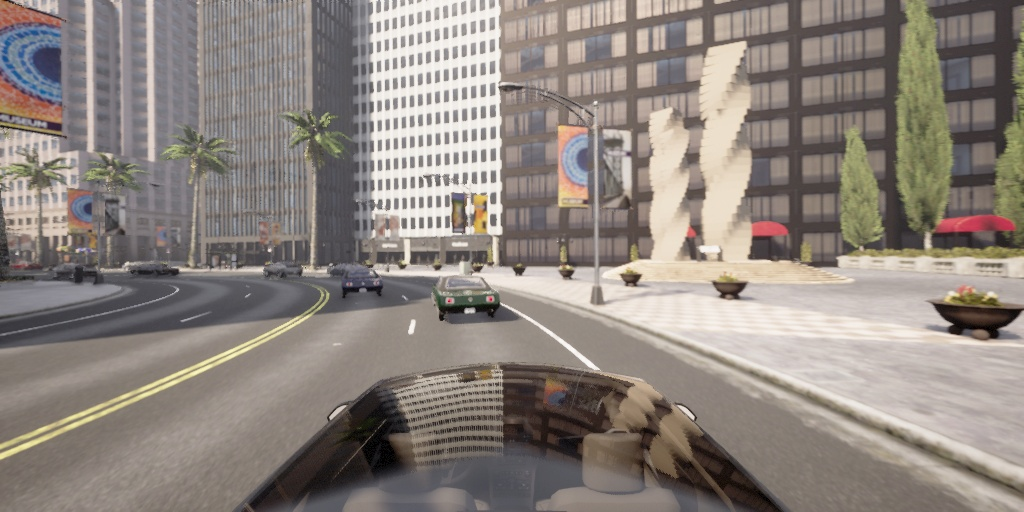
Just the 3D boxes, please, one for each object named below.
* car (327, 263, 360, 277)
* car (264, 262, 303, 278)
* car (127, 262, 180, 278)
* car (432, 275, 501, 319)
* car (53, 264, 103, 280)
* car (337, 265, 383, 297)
[{"bbox_3d":[-15.720,1.330,34.295,5.357,1.411,2.033,0,0,40],"label":"car"},{"bbox_3d":[-22.109,1.326,34.604,4.902,1.511,2.128,0,0,34],"label":"car"},{"bbox_3d":[-37.042,1.549,37.286,4.718,1.301,1.895,0,0,17],"label":"car"},{"bbox_3d":[-1.835,1.334,12.775,1.895,1.301,4.718,0,0,-15],"label":"car"},{"bbox_3d":[-42.947,1.508,35.430,4.892,1.490,1.837,-1,0,17],"label":"car"},{"bbox_3d":[-8.152,1.366,19.246,1.895,1.301,4.718,-1,0,-26],"label":"car"}]
